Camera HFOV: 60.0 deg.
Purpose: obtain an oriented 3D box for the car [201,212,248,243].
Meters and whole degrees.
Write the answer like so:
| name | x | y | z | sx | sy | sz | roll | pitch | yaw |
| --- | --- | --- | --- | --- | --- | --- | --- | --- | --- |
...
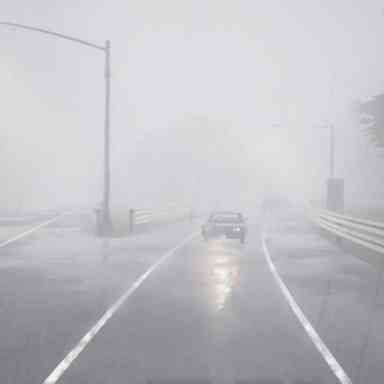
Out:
| name | x | y | z | sx | sy | sz | roll | pitch | yaw |
| --- | --- | --- | --- | --- | --- | --- | --- | --- | --- |
| car | 1.749 | 1.610 | 16.277 | 1.895 | 1.301 | 4.718 | 0 | 0 | 12 |

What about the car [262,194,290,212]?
| name | x | y | z | sx | sy | sz | roll | pitch | yaw |
| --- | --- | --- | --- | --- | --- | --- | --- | --- | --- |
| car | 9.905 | 1.277 | 38.943 | 2.150 | 2.045 | 5.566 | 0 | 0 | 28 |
